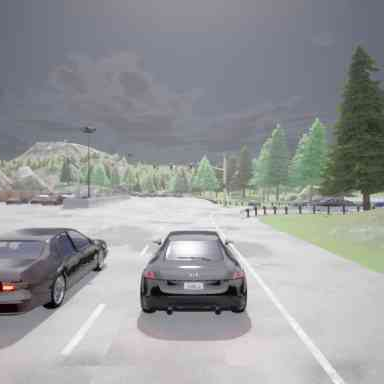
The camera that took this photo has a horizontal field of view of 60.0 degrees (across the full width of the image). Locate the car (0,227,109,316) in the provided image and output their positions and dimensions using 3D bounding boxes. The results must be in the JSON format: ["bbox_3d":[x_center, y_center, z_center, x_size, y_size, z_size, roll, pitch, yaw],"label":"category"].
[{"bbox_3d":[-3.469,1.547,7.798,2.033,1.411,5.357,0,0,0],"label":"car"}]

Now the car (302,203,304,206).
[{"bbox_3d":[15.730,1.454,41.052,4.181,1.385,1.994,0,0,7],"label":"car"}]

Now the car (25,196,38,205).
[{"bbox_3d":[-25.090,1.392,54.962,1.994,1.385,4.181,0,0,0],"label":"car"}]

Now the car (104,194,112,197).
[{"bbox_3d":[-21.855,1.231,82.197,1.812,1.442,4.674,0,0,-1],"label":"car"}]

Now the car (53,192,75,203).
[{"bbox_3d":[-25.131,1.006,65.593,2.150,2.045,5.566,0,0,-1],"label":"car"}]

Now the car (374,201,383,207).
[{"bbox_3d":[24.476,1.374,39.637,5.008,1.535,1.882,0,0,13],"label":"car"}]

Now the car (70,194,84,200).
[{"bbox_3d":[-28.885,1.226,83.461,2.128,1.511,4.902,0,0,-3],"label":"car"}]

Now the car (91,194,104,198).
[{"bbox_3d":[-21.710,1.272,73.137,2.128,1.511,4.902,0,0,-1],"label":"car"}]

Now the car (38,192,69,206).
[{"bbox_3d":[-21.576,1.192,52.055,2.097,1.767,4.553,0,0,0],"label":"car"}]

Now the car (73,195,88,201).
[{"bbox_3d":[-25.236,1.331,75.562,1.895,1.301,4.718,0,0,-1],"label":"car"}]

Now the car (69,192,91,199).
[{"bbox_3d":[-21.639,1.281,63.713,2.128,1.511,4.902,0,0,0],"label":"car"}]

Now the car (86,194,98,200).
[{"bbox_3d":[-25.441,1.250,84.348,1.994,1.385,4.181,0,0,-3],"label":"car"}]

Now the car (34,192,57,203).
[{"bbox_3d":[-28.629,1.007,65.346,2.150,2.045,5.566,0,0,-1],"label":"car"}]

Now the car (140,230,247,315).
[{"bbox_3d":[0.030,1.563,7.649,1.994,1.385,4.181,0,0,0],"label":"car"}]

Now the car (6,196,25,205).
[{"bbox_3d":[-28.582,1.395,54.420,1.994,1.385,4.181,0,0,0],"label":"car"}]

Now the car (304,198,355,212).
[{"bbox_3d":[15.656,1.398,37.531,4.902,1.511,2.128,0,0,7],"label":"car"}]
